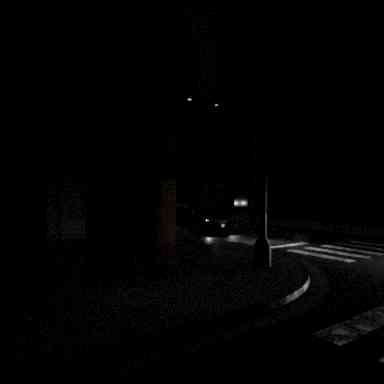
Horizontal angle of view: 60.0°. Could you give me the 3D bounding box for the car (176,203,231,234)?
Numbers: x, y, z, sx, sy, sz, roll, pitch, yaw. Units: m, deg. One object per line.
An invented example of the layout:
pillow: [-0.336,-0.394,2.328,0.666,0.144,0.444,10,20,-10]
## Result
car: [0.091,1.406,18.639,2.128,1.511,4.902,0,0,-37]
